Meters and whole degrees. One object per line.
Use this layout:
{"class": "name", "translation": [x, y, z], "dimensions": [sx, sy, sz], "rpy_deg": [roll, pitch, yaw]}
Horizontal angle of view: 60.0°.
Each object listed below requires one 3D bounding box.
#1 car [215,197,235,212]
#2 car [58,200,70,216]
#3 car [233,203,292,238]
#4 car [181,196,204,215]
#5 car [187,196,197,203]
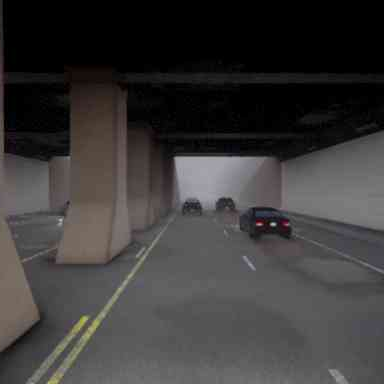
{"class": "car", "translation": [3.643, 1.343, 36.610], "dimensions": [1.837, 1.490, 4.892], "rpy_deg": [0, 0, 0]}
{"class": "car", "translation": [-10.560, 1.391, 30.416], "dimensions": [1.812, 1.442, 4.674], "rpy_deg": [0, 0, 0]}
{"class": "car", "translation": [3.621, 1.471, 17.275], "dimensions": [2.033, 1.411, 5.357], "rpy_deg": [0, 0, 0]}
{"class": "car", "translation": [0.041, 1.385, 31.407], "dimensions": [2.128, 1.511, 4.902], "rpy_deg": [0, 0, 0]}
{"class": "car", "translation": [0.076, 1.382, 64.376], "dimensions": [1.895, 1.301, 4.718], "rpy_deg": [0, 0, 0]}
